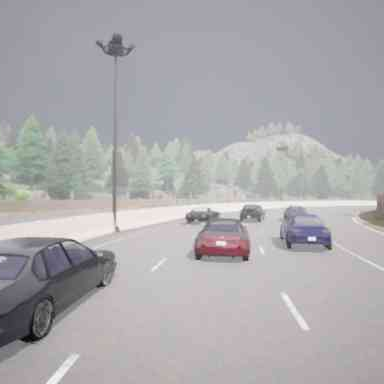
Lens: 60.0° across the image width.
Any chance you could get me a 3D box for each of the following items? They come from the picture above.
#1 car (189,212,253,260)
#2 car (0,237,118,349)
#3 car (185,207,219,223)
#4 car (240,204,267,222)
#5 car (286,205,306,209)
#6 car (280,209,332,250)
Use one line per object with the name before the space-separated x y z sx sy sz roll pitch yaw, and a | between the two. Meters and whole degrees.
car | 1.268 1.715 13.154 1.994 1.385 4.181 0 -1 8
car | -3.081 1.601 6.536 2.033 1.411 5.357 0 -1 4
car | 1.008 1.908 27.711 1.895 1.301 4.718 0 -1 17
car | 5.562 1.866 30.193 1.837 1.490 4.892 0 -1 19
car | 9.991 1.971 32.053 1.994 1.385 4.181 0 -1 21
car | 5.175 1.725 15.472 1.812 1.442 4.674 0 -1 10
